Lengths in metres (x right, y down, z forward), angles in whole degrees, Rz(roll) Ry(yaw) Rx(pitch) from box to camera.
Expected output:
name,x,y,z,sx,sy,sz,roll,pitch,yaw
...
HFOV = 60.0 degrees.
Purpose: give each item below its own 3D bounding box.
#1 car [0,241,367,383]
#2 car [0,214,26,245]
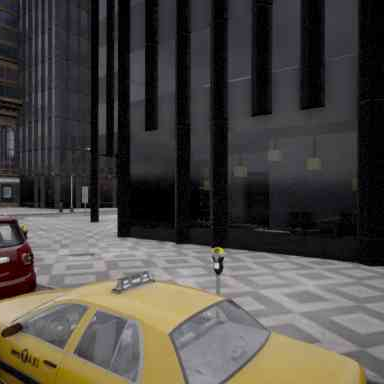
name,x,y,z,sx,sy,sz,roll,pitch,yaw
car,-0.803,1.525,3.524,4.829,1.417,1.752,0,0,35
car,-5.097,1.314,6.552,5.009,1.841,2.192,0,0,35
